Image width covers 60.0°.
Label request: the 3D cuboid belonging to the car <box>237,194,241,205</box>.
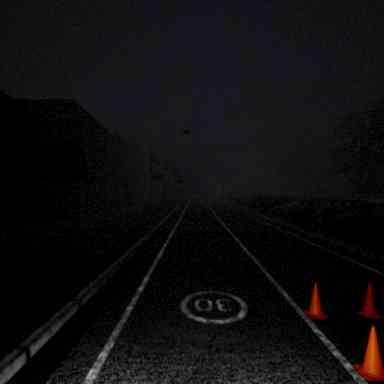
[{"bbox_3d":[9.766,1.487,50.689,4.674,1.452,2.002,0,0,0],"label":"car"}]

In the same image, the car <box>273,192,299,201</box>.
[{"bbox_3d":[23.070,1.097,81.784,5.566,2.045,2.435,0,0,0],"label":"car"}]

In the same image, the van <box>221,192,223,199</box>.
[{"bbox_3d":[9.877,1.042,78.720,4.442,1.987,1.878,0,0,0],"label":"van"}]

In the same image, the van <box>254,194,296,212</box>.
[{"bbox_3d":[9.797,1.293,39.474,4.442,1.987,1.878,0,0,0],"label":"van"}]

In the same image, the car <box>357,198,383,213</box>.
[{"bbox_3d":[22.948,1.613,39.906,5.366,1.575,1.946,0,0,0],"label":"car"}]

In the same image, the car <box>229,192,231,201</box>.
[{"bbox_3d":[9.828,1.249,61.901,4.553,1.767,2.185,0,0,0],"label":"car"}]

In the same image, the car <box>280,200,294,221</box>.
[{"bbox_3d":[9.596,1.613,25.453,4.792,1.488,2.163,0,0,0],"label":"car"}]

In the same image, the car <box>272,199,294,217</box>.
[{"bbox_3d":[9.587,1.615,28.261,4.674,1.452,2.002,0,0,0],"label":"car"}]

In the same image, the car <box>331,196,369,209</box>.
[{"bbox_3d":[22.861,1.436,48.235,4.553,1.767,2.185,0,0,0],"label":"car"}]

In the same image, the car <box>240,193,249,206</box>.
[{"bbox_3d":[9.778,1.339,47.885,4.553,1.767,2.185,0,0,0],"label":"car"}]

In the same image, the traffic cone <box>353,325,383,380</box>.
[{"bbox_3d":[2.278,1.978,4.183,0.340,0.580,0.340,0,0,1],"label":"traffic cone"}]

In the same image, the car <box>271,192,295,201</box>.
[{"bbox_3d":[23.091,1.080,84.445,5.566,2.045,2.435,0,0,0],"label":"car"}]

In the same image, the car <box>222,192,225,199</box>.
[{"bbox_3d":[9.941,1.315,75.918,4.792,1.488,2.163,0,0,0],"label":"car"}]

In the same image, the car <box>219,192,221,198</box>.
[{"bbox_3d":[10.223,1.231,84.325,5.366,1.575,1.946,0,0,0],"label":"car"}]

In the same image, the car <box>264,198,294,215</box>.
[{"bbox_3d":[9.618,1.566,31.064,4.892,1.521,2.231,0,0,0],"label":"car"}]

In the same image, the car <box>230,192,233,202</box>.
[{"bbox_3d":[9.787,1.159,56.294,5.566,2.045,2.435,0,0,0],"label":"car"}]

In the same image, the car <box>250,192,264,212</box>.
[{"bbox_3d":[9.630,1.284,36.671,5.566,2.045,2.435,0,0,0],"label":"car"}]

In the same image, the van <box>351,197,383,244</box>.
[{"bbox_3d":[9.597,1.352,14.237,4.442,1.987,1.878,0,0,0],"label":"van"}]

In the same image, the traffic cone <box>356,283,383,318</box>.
[{"bbox_3d":[3.295,1.987,6.174,0.340,0.580,0.340,0,0,1],"label":"traffic cone"}]

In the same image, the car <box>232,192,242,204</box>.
[{"bbox_3d":[9.764,1.177,53.491,5.566,2.045,2.435,0,0,0],"label":"car"}]

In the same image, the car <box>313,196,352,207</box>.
[{"bbox_3d":[22.688,1.522,53.788,5.366,1.575,1.946,0,0,0],"label":"car"}]

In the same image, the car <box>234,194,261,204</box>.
[{"bbox_3d":[9.806,1.267,59.098,4.553,1.767,2.185,0,0,0],"label":"car"}]

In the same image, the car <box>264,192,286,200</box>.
[{"bbox_3d":[23.158,1.037,92.800,5.566,2.045,2.435,0,0,0],"label":"car"}]

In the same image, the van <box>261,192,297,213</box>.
[{"bbox_3d":[9.753,1.328,33.869,4.442,1.987,1.878,0,0,0],"label":"van"}]

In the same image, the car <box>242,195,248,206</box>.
[{"bbox_3d":[9.717,1.483,45.083,4.892,1.521,2.231,0,0,0],"label":"car"}]

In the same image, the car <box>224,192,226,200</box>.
[{"bbox_3d":[9.920,1.322,70.311,5.008,1.535,2.097,0,0,0],"label":"car"}]

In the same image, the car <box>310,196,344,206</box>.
[{"bbox_3d":[22.901,1.510,56.563,4.892,1.521,2.231,0,0,0],"label":"car"}]

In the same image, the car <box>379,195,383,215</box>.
[{"bbox_3d":[22.748,1.399,34.356,5.566,2.045,2.435,0,0,0],"label":"car"}]

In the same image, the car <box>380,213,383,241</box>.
[{"bbox_3d":[9.458,1.613,11.435,4.674,1.452,2.002,0,0,0],"label":"car"}]

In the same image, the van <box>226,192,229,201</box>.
[{"bbox_3d":[9.788,1.113,67.507,4.442,1.987,1.878,0,0,0],"label":"van"}]

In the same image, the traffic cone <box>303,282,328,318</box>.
[{"bbox_3d":[2.296,1.980,6.183,0.340,0.580,0.340,0,0,1],"label":"traffic cone"}]

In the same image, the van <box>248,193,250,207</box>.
[{"bbox_3d":[9.820,1.275,42.277,4.442,1.987,1.878,0,0,0],"label":"van"}]

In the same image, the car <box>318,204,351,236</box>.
[{"bbox_3d":[9.495,1.581,17.041,5.008,1.535,2.097,0,0,0],"label":"car"}]

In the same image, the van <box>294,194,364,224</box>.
[{"bbox_3d":[9.663,1.359,22.649,4.442,1.987,1.878,0,0,0],"label":"van"}]

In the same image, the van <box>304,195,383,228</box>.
[{"bbox_3d":[9.408,1.358,19.850,4.442,1.987,1.878,0,0,0],"label":"van"}]

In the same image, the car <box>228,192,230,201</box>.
[{"bbox_3d":[9.913,1.232,64.704,4.553,1.767,2.185,0,0,0],"label":"car"}]

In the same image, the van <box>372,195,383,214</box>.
[{"bbox_3d":[22.859,1.407,37.131,4.442,1.987,1.878,0,0,0],"label":"van"}]
